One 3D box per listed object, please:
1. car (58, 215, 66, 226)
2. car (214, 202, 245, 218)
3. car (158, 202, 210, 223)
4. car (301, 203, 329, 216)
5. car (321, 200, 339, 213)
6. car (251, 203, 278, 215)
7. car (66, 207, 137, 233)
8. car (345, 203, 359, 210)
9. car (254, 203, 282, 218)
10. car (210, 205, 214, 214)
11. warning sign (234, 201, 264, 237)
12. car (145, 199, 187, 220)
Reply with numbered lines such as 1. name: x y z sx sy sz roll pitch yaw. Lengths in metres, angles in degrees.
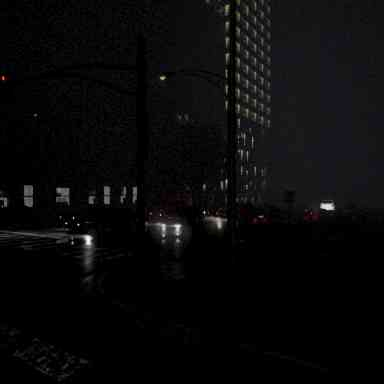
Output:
1. car: -7.652 1.921 25.239 1.895 1.301 4.718 0 -1 33
2. car: 4.824 1.998 38.579 2.097 1.767 4.553 0 -1 33
3. car: -0.580 1.972 30.210 1.837 1.490 4.892 0 -1 33
4. car: 16.535 2.456 44.487 1.895 1.301 4.718 0 -1 33
5. car: 21.950 2.254 52.973 2.150 2.045 5.566 0 -1 33
6. car: 10.350 2.318 47.086 2.128 1.511 4.902 0 -1 33
7. car: -5.635 1.805 22.374 1.837 1.490 4.892 0 -1 33
8. car: 31.513 2.837 65.705 1.812 1.442 4.674 0 -1 33
9. car: 8.951 2.291 38.624 1.895 1.301 4.718 0 -1 33
10. car: 3.169 2.278 42.004 1.895 1.301 4.718 0 -1 33
11. warning sign: 3.156 1.454 18.534 1.300 1.860 1.060 1 1 33
12. car: -2.357 1.717 33.451 2.150 2.045 5.566 0 -1 33
